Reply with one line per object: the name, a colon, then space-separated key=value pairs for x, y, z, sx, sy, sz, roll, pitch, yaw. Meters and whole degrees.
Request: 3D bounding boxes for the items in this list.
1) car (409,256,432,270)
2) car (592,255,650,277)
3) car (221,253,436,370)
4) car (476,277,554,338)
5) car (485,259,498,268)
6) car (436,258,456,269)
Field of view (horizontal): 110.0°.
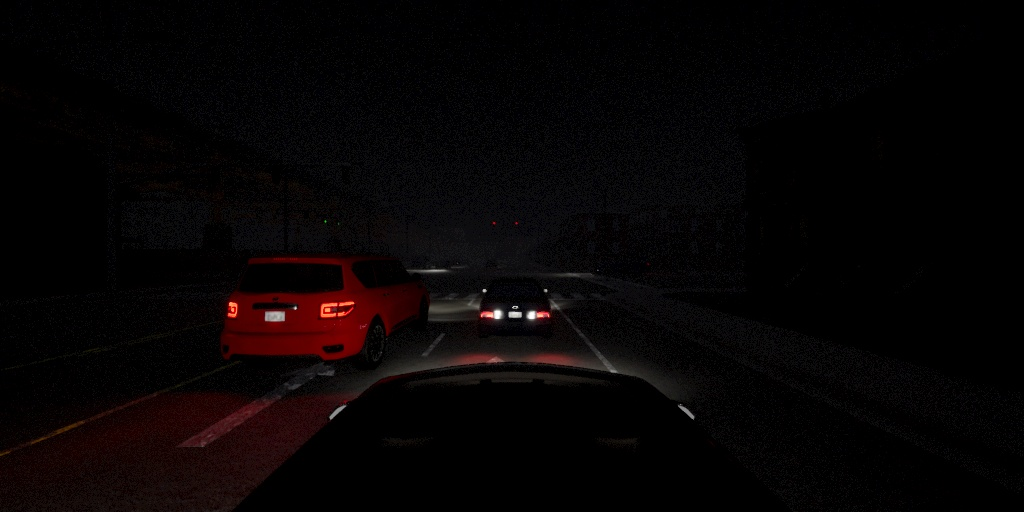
car: x=-14.059 y=0.971 z=55.623 sx=2.150 sy=2.045 sz=5.566 roll=0 pitch=0 yaw=0
car: x=10.853 y=0.971 z=35.835 sx=5.566 sy=2.045 sz=2.150 roll=0 pitch=0 yaw=-1
car: x=-3.424 y=0.971 z=7.893 sx=2.150 sy=2.045 sz=5.566 roll=0 pitch=0 yaw=0
car: x=0.085 y=1.297 z=10.146 sx=2.033 sy=1.411 sz=5.357 roll=0 pitch=0 yaw=0
car: x=-3.383 y=1.241 z=59.636 sx=2.128 sy=1.511 sz=4.902 roll=0 pitch=0 yaw=0
car: x=-10.563 y=1.241 z=55.415 sx=2.128 sy=1.511 sz=4.902 roll=0 pitch=0 yaw=0
